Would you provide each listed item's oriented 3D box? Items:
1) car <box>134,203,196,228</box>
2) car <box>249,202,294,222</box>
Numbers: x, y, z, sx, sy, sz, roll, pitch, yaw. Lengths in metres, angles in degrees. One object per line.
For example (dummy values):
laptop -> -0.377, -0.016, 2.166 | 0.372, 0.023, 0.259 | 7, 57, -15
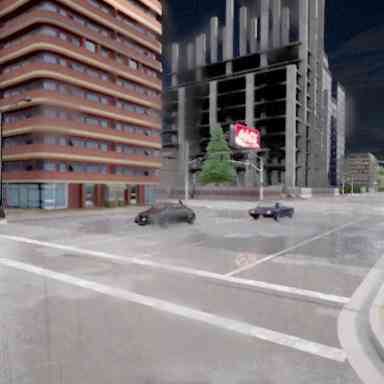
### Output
car -> -1.583, 1.363, 20.482 | 1.994, 1.385, 4.181 | 1, 1, 36
car -> 6.050, 1.402, 24.827 | 1.895, 1.301, 4.718 | 1, 1, 35
